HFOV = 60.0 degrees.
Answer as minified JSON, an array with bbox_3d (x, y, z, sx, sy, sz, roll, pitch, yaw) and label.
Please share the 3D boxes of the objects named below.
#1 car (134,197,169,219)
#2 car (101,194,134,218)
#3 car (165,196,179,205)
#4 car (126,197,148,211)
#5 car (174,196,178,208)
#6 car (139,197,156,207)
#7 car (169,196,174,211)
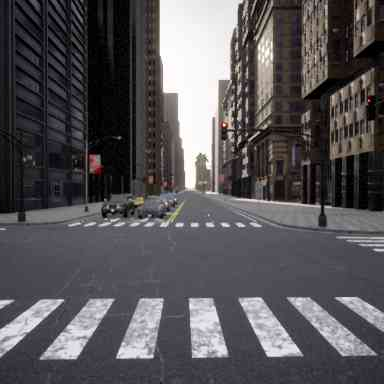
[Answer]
[{"bbox_3d":[-3.403,1.322,29.007,2.097,1.767,4.553,0,0,0],"label":"car"},{"bbox_3d":[-6.658,1.188,30.610,2.150,2.045,5.566,0,0,0],"label":"car"},{"bbox_3d":[-3.431,1.462,58.431,2.033,1.411,5.357,0,0,0],"label":"car"},{"bbox_3d":[-6.669,1.426,40.615,1.882,1.535,5.008,0,0,0],"label":"car"},{"bbox_3d":[-3.451,1.499,48.014,1.994,1.385,4.181,0,0,-1],"label":"car"},{"bbox_3d":[-6.695,1.494,50.505,1.994,1.385,4.181,0,0,0],"label":"car"},{"bbox_3d":[-3.423,1.479,37.988,1.812,1.442,4.674,0,0,0],"label":"car"}]
